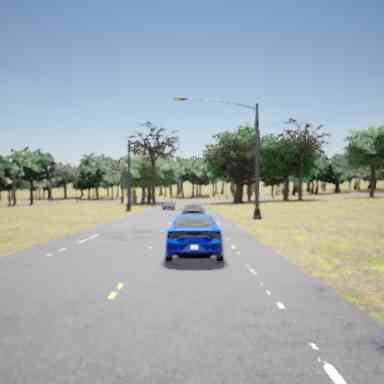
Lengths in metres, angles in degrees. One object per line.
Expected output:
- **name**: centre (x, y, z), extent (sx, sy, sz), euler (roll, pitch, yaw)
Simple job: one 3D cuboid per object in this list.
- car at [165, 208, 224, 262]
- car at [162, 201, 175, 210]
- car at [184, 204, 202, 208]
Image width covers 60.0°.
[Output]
- **car**: centre (0.085, 1.546, 12.364), extent (1.882, 1.535, 5.008), euler (0, -1, 0)
- **car**: centre (-3.528, 2.042, 51.002), extent (2.033, 1.411, 5.357), euler (0, -1, 1)
- **car**: centre (0.092, 1.729, 26.778), extent (1.837, 1.490, 4.892), euler (0, 0, 0)
